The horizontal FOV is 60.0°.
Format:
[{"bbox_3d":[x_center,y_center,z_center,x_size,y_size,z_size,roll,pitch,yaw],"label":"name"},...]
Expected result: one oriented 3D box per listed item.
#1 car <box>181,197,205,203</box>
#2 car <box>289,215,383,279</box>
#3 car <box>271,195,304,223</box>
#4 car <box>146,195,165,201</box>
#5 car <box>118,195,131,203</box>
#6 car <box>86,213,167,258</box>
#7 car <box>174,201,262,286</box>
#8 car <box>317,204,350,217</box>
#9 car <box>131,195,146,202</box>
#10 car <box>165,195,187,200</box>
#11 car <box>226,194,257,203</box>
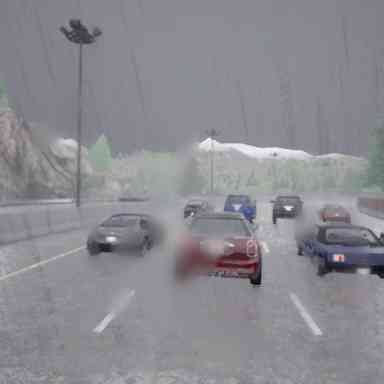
[{"bbox_3d":[0.654,1.422,27.703,1.837,1.490,4.892,1,1,14],"label":"car"},{"bbox_3d":[4.430,1.635,10.216,1.895,1.301,4.718,1,0,8],"label":"car"},{"bbox_3d":[7.232,1.252,25.254,2.150,2.045,5.566,1,0,14],"label":"car"},{"bbox_3d":[-4.995,1.281,55.124,2.033,1.411,5.357,1,0,23],"label":"car"},{"bbox_3d":[-11.059,1.228,58.611,1.895,1.301,4.718,1,0,24],"label":"car"},{"bbox_3d":[-2.273,1.483,12.600,1.994,1.385,4.181,1,0,9],"label":"car"},{"bbox_3d":[0.842,1.331,9.677,2.097,1.767,4.553,1,0,7],"label":"car"},{"bbox_3d":[11.125,1.649,26.281,1.994,1.385,4.181,1,0,15],"label":"car"},{"bbox_3d":[-7.937,1.245,56.969,1.994,1.385,4.181,1,0,24],"label":"car"},{"bbox_3d":[-1.900,1.293,53.342,1.837,1.490,4.892,1,0,23],"label":"car"},{"bbox_3d":[3.805,1.195,25.961,2.150,2.045,5.566,1,0,14],"label":"car"}]
